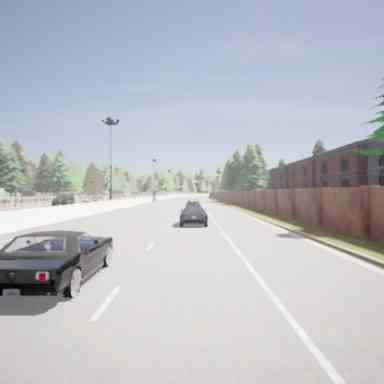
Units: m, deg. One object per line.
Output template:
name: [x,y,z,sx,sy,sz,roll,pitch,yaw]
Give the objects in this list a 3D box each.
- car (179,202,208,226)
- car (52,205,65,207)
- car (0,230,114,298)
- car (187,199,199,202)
car: [0.118,1.631,23.993,1.994,1.385,4.181,0,0,0]
car: [-20.996,1.365,54.562,2.150,2.045,5.566,0,0,1]
car: [-3.393,1.623,8.502,1.895,1.301,4.718,0,0,0]
car: [0.134,1.609,41.954,2.128,1.511,4.902,0,0,0]
